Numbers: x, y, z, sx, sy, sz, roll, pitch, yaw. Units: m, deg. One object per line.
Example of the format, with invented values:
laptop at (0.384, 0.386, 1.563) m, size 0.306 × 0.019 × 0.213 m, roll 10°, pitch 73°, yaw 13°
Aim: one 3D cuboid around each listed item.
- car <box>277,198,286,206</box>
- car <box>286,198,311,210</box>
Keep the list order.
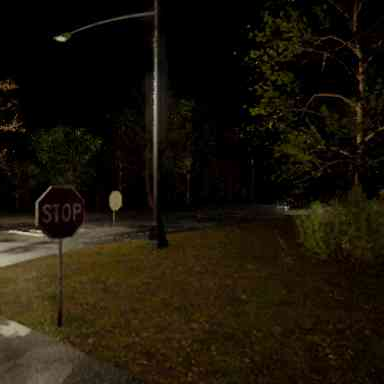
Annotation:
car at (17.299, 1.895, 61.234) m, size 1.837 × 1.490 × 4.892 m, roll 0°, pitch 2°, yaw 36°
car at (15.482, 1.816, 46.832) m, size 2.033 × 1.411 × 5.357 m, roll 0°, pitch 0°, yaw 36°
